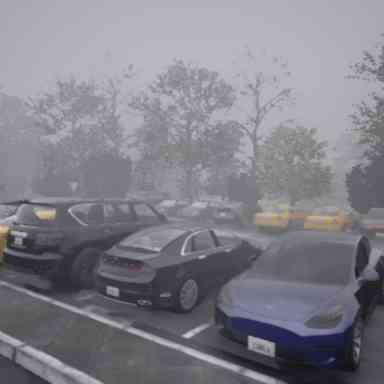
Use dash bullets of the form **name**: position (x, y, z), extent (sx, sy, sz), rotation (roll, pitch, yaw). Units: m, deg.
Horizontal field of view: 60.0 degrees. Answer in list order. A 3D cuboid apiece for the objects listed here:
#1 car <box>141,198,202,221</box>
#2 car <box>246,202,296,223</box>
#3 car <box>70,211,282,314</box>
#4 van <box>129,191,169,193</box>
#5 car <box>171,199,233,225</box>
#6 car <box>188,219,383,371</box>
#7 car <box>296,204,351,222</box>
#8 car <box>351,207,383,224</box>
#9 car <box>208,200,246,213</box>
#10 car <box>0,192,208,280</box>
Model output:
- **car**: position (-1.436, 1.244, 24.998), extent (2.002, 1.452, 4.674), rotation (2, 1, 36)
- **car**: position (5.537, 1.400, 20.155), extent (1.946, 1.575, 5.366), rotation (1, 1, 36)
- **car**: position (0.039, 1.457, 7.743), extent (2.231, 1.521, 4.892), rotation (1, 1, 36)
- **van**: position (-3.668, 0.910, 26.461), extent (1.878, 1.987, 4.442), rotation (2, 2, 36)
- **car**: position (0.816, 1.317, 23.361), extent (2.002, 1.452, 4.674), rotation (2, 1, 36)
- **car**: position (2.273, 1.522, 6.091), extent (2.163, 1.488, 4.792), rotation (1, 0, 36)
- **car**: position (7.797, 1.447, 18.511), extent (1.946, 1.575, 5.366), rotation (1, 1, 36)
- **car**: position (9.819, 1.515, 16.776), extent (2.163, 1.488, 4.792), rotation (1, 1, 36)
- **car**: position (3.186, 1.376, 21.670), extent (2.163, 1.488, 4.792), rotation (2, 1, 36)
- **car**: position (-2.192, 1.158, 9.408), extent (2.435, 2.045, 5.566), rotation (1, 1, 36)
